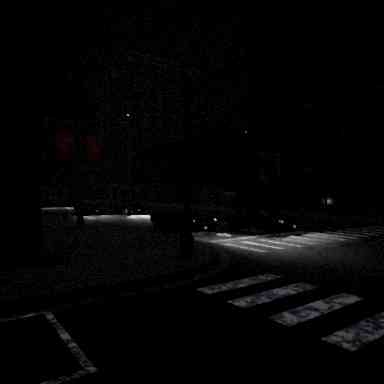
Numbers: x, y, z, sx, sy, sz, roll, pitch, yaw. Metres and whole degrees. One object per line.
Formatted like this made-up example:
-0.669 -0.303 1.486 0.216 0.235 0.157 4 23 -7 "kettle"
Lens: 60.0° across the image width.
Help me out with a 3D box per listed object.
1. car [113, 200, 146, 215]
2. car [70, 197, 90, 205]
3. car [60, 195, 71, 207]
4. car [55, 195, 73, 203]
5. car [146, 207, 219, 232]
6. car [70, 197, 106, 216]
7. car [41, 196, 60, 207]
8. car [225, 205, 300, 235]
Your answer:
-6.150 1.517 32.769 1.994 1.385 4.181 0 0 -36 "car"
-19.053 1.510 56.598 1.895 1.301 4.718 0 0 -36 "car"
-18.468 1.435 50.036 1.837 1.490 4.892 0 0 -35 "car"
-25.126 1.380 65.027 2.128 1.511 4.902 0 0 -36 "car"
-0.564 1.581 19.441 1.895 1.301 4.718 0 0 -36 "car"
-10.179 1.480 32.821 1.812 1.442 4.674 0 0 -36 "car"
-21.355 1.516 48.493 2.033 1.411 5.357 0 0 -36 "car"
3.878 1.505 19.098 1.812 1.442 4.674 0 0 -39 "car"
